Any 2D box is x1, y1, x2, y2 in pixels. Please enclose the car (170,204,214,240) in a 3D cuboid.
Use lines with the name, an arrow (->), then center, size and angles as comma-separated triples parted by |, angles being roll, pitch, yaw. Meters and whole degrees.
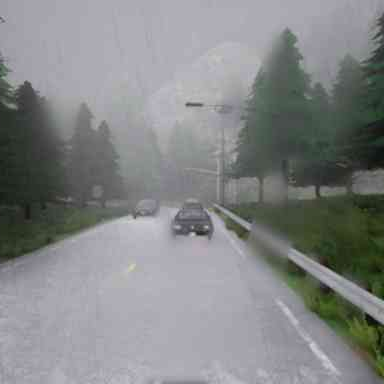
car -> 0.024, 1.496, 16.231 | 1.895, 1.301, 4.718 | 0, 0, 1

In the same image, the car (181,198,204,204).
car -> 0.049, 1.312, 30.009 | 1.837, 1.490, 4.892 | 0, 0, 1

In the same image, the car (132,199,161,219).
car -> -3.553, 1.334, 26.764 | 1.837, 1.490, 4.892 | 0, 0, 1
